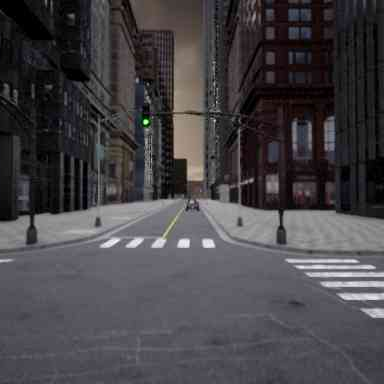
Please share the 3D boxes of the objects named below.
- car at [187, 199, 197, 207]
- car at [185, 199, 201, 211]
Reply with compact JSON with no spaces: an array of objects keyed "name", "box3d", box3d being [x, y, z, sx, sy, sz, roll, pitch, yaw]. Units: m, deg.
[{"name":"car","box3d":[-0.001,2.056,63.968,1.812,1.442,4.674,0,-1,0]},{"name":"car","box3d":[0.097,1.894,47.091,1.812,1.442,4.674,0,-1,0]}]
